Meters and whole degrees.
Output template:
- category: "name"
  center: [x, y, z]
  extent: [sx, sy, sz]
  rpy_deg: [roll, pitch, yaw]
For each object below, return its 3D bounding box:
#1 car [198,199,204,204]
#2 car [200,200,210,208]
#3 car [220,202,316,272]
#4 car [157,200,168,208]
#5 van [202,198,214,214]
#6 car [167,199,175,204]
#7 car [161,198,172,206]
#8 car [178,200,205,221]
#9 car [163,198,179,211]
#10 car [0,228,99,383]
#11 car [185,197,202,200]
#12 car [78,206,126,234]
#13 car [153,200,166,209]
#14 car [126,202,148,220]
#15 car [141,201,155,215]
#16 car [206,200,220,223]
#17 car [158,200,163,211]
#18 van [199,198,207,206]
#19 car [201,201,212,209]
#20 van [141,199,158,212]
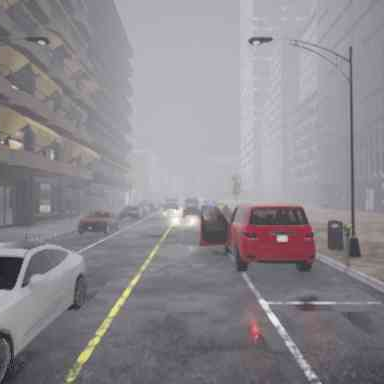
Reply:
- category: "car"
  center: [2.514, 2.627, 93.423]
  extent: [1.752, 1.417, 4.829]
  rpy_deg: [1, -1, 0]
- category: "car"
  center: [2.571, 2.294, 65.576]
  extent: [1.752, 1.417, 4.829]
  rpy_deg: [1, -1, 0]
- category: "car"
  center: [2.374, 1.355, 11.431]
  extent: [2.150, 2.045, 5.566]
  rpy_deg: [0, -1, 0]
- category: "car"
  center: [-5.808, 2.291, 65.221]
  extent: [1.752, 1.417, 4.829]
  rpy_deg: [1, -1, 0]
- category: "van"
  center: [2.609, 1.911, 48.702]
  extent: [1.690, 1.788, 3.998]
  rpy_deg: [1, -1, 0]
- category: "car"
  center: [-5.866, 2.645, 93.237]
  extent: [1.887, 1.381, 4.507]
  rpy_deg: [1, -1, 0]
- category: "car"
  center: [-5.828, 2.215, 76.532]
  extent: [2.192, 1.841, 5.009]
  rpy_deg: [1, -1, 0]
- category: "car"
  center: [-0.009, 1.900, 35.022]
  extent: [2.128, 1.511, 4.902]
  rpy_deg: [0, -1, 0]
- category: "car"
  center: [-3.100, 1.876, 50.865]
  extent: [2.150, 2.045, 5.566]
  rpy_deg: [0, -1, 0]
- category: "car"
  center: [-3.107, 1.589, 5.331]
  extent: [1.812, 1.442, 4.674]
  rpy_deg: [0, -1, 0]
- category: "car"
  center: [-0.092, 1.774, 47.186]
  extent: [2.150, 2.045, 5.566]
  rpy_deg: [0, -1, 0]
- category: "car"
  center: [-5.718, 1.789, 20.836]
  extent: [1.887, 1.381, 4.507]
  rpy_deg: [1, -1, 0]
- category: "car"
  center: [-5.797, 2.252, 59.820]
  extent: [2.008, 1.369, 4.403]
  rpy_deg: [1, -1, 0]
- category: "car"
  center: [-5.741, 1.940, 31.975]
  extent: [1.947, 1.339, 4.313]
  rpy_deg: [1, -1, 0]
- category: "car"
  center: [-5.752, 1.990, 37.544]
  extent: [2.008, 1.369, 4.403]
  rpy_deg: [1, -1, 0]
- category: "car"
  center: [2.641, 1.813, 31.992]
  extent: [1.967, 1.590, 4.097]
  rpy_deg: [1, -1, 0]
- category: "car"
  center: [-5.774, 2.094, 48.513]
  extent: [1.752, 1.417, 4.829]
  rpy_deg: [1, -1, 0]
- category: "van"
  center: [2.552, 2.240, 76.548]
  extent: [1.690, 1.788, 3.998]
  rpy_deg: [1, -1, 0]
- category: "car"
  center: [2.583, 2.283, 59.836]
  extent: [1.802, 1.307, 4.206]
  rpy_deg: [1, -1, 0]
- category: "van"
  center: [-5.760, 1.846, 43.116]
  extent: [1.690, 1.788, 3.998]
  rpy_deg: [1, -1, 0]
